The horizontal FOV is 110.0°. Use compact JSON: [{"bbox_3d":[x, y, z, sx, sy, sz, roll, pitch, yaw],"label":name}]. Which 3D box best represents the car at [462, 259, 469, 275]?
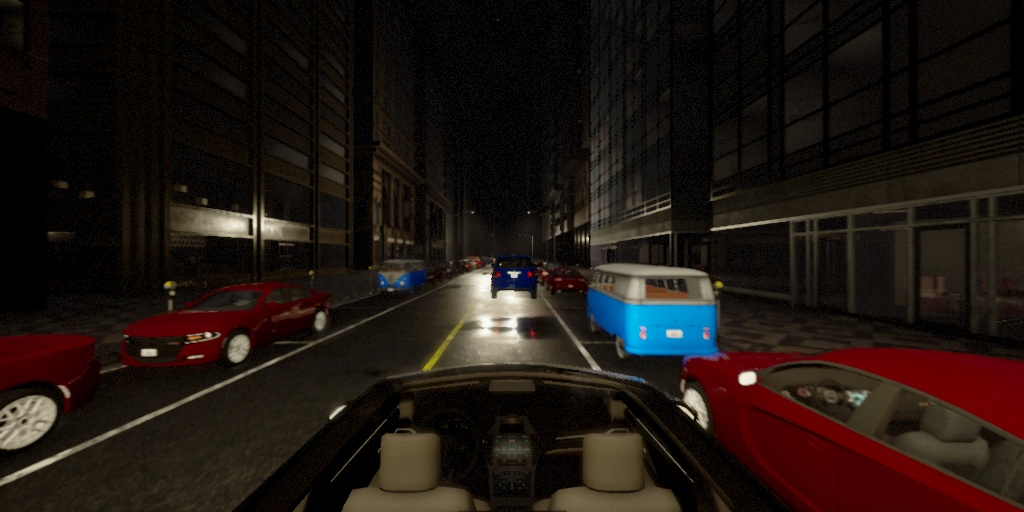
[{"bbox_3d":[-5.761,1.282,35.949,1.948,1.339,4.313,0,0,0],"label":"car"}]

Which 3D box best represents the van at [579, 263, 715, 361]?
[{"bbox_3d":[2.763,1.084,7.949,1.690,1.789,3.998,0,0,0],"label":"van"}]

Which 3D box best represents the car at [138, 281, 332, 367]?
[{"bbox_3d":[-5.762,1.289,7.941,1.888,1.381,4.507,0,0,0],"label":"car"}]

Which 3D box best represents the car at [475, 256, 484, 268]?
[{"bbox_3d":[-5.760,1.016,52.755,2.192,1.841,5.009,0,0,0],"label":"car"}]

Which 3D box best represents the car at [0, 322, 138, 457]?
[{"bbox_3d":[-5.763,1.295,2.338,1.888,1.381,4.507,0,0,0],"label":"car"}]

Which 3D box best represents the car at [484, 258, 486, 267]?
[{"bbox_3d":[-5.759,1.278,58.356,1.802,1.307,4.207,0,0,0],"label":"car"}]

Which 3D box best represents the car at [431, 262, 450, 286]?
[{"bbox_3d":[-5.761,1.310,24.746,1.802,1.307,4.207,0,0,0],"label":"car"}]

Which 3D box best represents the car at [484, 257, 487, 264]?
[{"bbox_3d":[-5.759,1.007,63.958,2.192,1.841,5.009,0,0,0],"label":"car"}]

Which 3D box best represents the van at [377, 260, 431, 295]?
[{"bbox_3d":[-5.762,1.074,19.144,1.690,1.789,3.998,0,0,0],"label":"van"}]

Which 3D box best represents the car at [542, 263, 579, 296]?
[{"bbox_3d":[2.764,1.277,19.154,1.888,1.381,4.507,0,0,0],"label":"car"}]

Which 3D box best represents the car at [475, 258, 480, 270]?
[{"bbox_3d":[-5.760,1.272,47.152,1.948,1.339,4.313,0,0,0],"label":"car"}]

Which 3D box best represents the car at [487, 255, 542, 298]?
[{"bbox_3d":[0.100,0.956,18.293,2.150,2.045,5.566,0,0,0],"label":"car"}]

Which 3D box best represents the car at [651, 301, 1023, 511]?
[{"bbox_3d":[2.763,1.294,2.346,1.888,1.381,4.507,0,0,0],"label":"car"}]

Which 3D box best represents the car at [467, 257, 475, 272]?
[{"bbox_3d":[-5.760,1.151,41.551,1.967,1.591,4.097,0,0,0],"label":"car"}]

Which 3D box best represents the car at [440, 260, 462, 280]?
[{"bbox_3d":[-5.761,1.162,30.348,1.967,1.591,4.097,0,0,0],"label":"car"}]
